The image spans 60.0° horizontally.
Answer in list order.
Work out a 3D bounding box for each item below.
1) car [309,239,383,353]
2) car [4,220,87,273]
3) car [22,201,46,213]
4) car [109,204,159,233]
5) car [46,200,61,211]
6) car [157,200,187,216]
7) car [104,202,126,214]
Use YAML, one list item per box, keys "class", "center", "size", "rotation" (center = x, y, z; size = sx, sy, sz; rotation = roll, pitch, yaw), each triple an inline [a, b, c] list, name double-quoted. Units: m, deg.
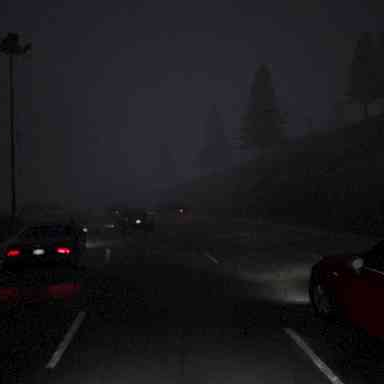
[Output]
- class: "car"
  center: [3.358, 1.305, 4.432]
  size: [2.097, 1.767, 4.553]
  rotation: [-1, 0, -5]
- class: "car"
  center: [-4.643, 1.641, 11.168]
  size: [2.033, 1.411, 5.357]
  rotation: [-1, 0, -14]
- class: "car"
  center: [-20.642, 1.908, 42.905]
  size: [1.837, 1.490, 4.892]
  rotation: [0, 0, -35]
- class: "car"
  center: [-3.700, 1.657, 20.606]
  size: [1.994, 1.385, 4.181]
  rotation: [-1, 0, -20]
- class: "car"
  center: [-20.899, 1.908, 49.408]
  size: [2.128, 1.511, 4.902]
  rotation: [-1, 0, -35]
- class: "car"
  center: [-2.237, 1.595, 34.131]
  size: [1.837, 1.490, 4.892]
  rotation: [1, -1, -30]
- class: "car"
  center: [-8.359, 1.759, 37.342]
  size: [1.994, 1.385, 4.181]
  rotation: [-1, 0, -34]
